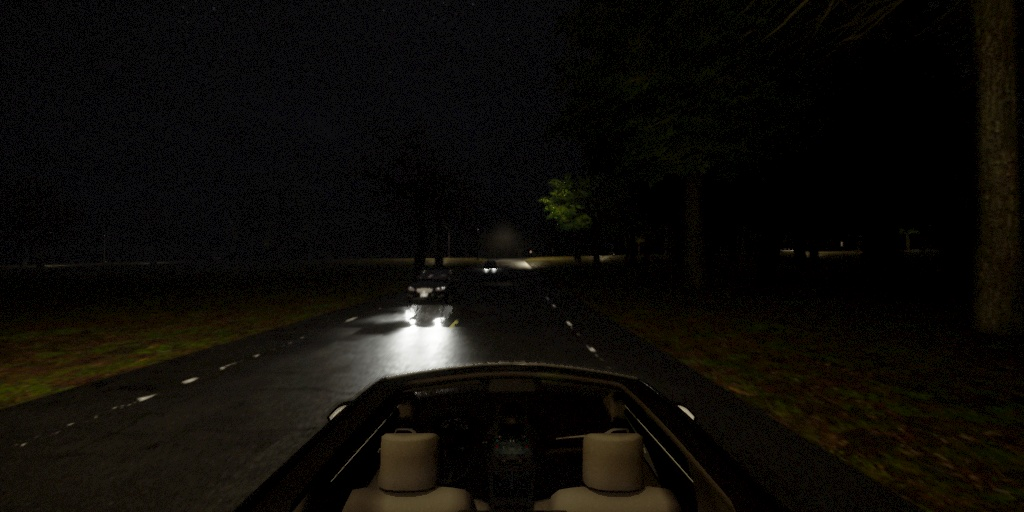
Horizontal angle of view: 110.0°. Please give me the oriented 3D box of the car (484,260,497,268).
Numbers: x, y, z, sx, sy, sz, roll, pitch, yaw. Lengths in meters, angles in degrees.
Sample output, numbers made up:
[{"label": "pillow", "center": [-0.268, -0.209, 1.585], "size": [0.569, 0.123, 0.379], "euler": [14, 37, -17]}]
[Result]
[{"label": "car", "center": [-3.519, 1.284, 59.126], "size": [1.994, 1.385, 4.181], "euler": [0, 1, 1]}]

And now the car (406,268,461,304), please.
[{"label": "car", "center": [-3.592, 1.338, 17.128], "size": [2.128, 1.511, 4.902], "euler": [0, 0, 0]}]
